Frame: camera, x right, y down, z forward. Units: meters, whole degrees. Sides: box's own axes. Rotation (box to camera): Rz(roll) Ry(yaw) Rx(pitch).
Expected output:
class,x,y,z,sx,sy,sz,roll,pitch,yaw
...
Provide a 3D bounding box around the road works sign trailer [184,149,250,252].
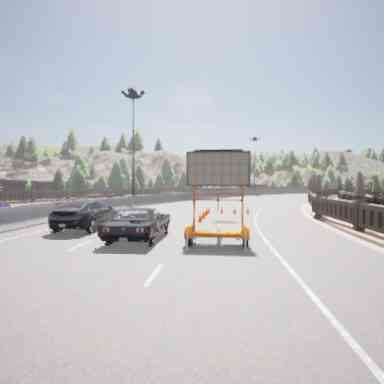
class,x,y,z,sx,sy,sz,roll,pitch,yaw
road works sign trailer,1.006,0.184,12.688,2.380,3.560,2.880,0,1,8

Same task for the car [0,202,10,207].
class,x,y,z,sx,sy,sz,roll,pitch,yaw
car,-12.222,1.110,18.749,1.812,1.442,4.674,0,1,8

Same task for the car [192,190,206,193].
class,x,y,z,sx,sy,sz,roll,pitch,yaw
car,1.263,0.301,57.382,1.994,1.385,4.181,0,1,31

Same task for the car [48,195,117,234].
class,x,y,z,sx,sy,sz,roll,pitch,yaw
car,-5.293,1.134,16.701,1.837,1.490,4.892,0,1,7

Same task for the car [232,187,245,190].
class,x,y,z,sx,sy,sz,roll,pitch,yaw
car,10.371,-0.271,75.405,1.837,1.490,4.892,1,1,42

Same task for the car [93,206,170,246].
class,x,y,z,sx,sy,sz,roll,pitch,yaw
car,-2.127,1.298,13.636,1.895,1.301,4.718,0,1,6

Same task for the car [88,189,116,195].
class,x,y,z,sx,sy,sz,roll,pitch,yaw
car,-10.891,0.494,39.550,2.097,1.767,4.553,0,1,19

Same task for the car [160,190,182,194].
class,x,y,z,sx,sy,sz,roll,pitch,yaw
car,-3.920,0.261,62.334,1.895,1.301,4.718,0,1,32
